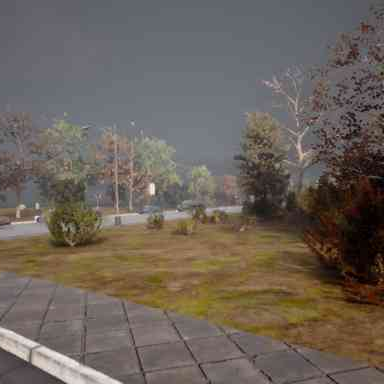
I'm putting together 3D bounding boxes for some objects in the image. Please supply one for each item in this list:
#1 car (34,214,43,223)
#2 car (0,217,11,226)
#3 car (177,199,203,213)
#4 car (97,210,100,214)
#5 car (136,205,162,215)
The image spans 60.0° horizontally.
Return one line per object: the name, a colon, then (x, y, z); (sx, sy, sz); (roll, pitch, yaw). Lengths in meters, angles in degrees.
car: (-14.875, 2.513, 36.520); (2.128, 1.511, 4.902); (-3, -2, 33)
car: (-17.364, 2.394, 26.350); (2.033, 1.411, 5.357); (-3, -2, 34)
car: (-0.200, 2.209, 53.164); (2.150, 2.045, 5.566); (-3, -2, 33)
car: (-11.793, 2.357, 34.849); (2.128, 1.511, 4.902); (-3, -2, 33)
car: (-6.413, 2.662, 49.886); (1.994, 1.385, 4.181); (-3, -2, 32)
